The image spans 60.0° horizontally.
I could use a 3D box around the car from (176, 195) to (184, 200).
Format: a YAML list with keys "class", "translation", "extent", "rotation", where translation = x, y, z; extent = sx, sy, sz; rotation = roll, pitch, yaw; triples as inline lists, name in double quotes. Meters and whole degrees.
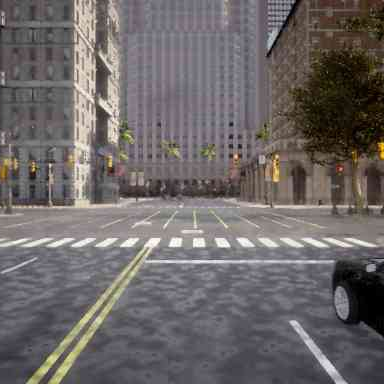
- class: "car"
  translation: [-3.255, 1.465, 90.770]
  extent: [2.033, 1.411, 5.357]
  rotation: [0, 0, 1]

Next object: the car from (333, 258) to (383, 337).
- class: "car"
  translation: [3.500, 1.411, 4.117]
  extent: [1.882, 1.535, 5.008]
  rotation: [0, 0, 0]

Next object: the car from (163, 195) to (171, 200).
- class: "car"
  translation: [-6.755, 1.450, 90.806]
  extent: [2.128, 1.511, 4.902]
  rotation: [0, 0, 1]
